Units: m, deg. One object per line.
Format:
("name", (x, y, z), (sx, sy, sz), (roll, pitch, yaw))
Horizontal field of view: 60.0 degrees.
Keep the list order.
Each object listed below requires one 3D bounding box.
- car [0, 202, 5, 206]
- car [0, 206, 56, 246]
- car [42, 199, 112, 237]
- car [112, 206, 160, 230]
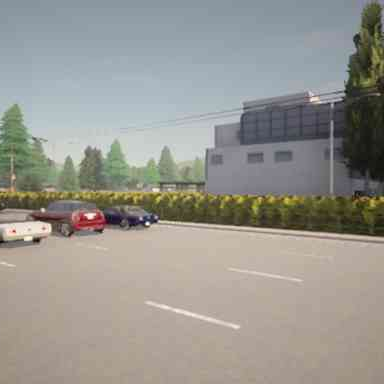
("car", (-18.778, 1.245, 30.264), (4.674, 1.442, 1.812), (1, 0, 35))
("car", (-8.086, 1.476, 14.055), (4.718, 1.301, 1.895), (1, 0, 36))
("car", (-6.642, 1.221, 17.324), (4.553, 1.767, 2.097), (1, 0, 36))
("car", (-4.288, 1.474, 19.945), (4.718, 1.301, 1.895), (1, 0, 36))
